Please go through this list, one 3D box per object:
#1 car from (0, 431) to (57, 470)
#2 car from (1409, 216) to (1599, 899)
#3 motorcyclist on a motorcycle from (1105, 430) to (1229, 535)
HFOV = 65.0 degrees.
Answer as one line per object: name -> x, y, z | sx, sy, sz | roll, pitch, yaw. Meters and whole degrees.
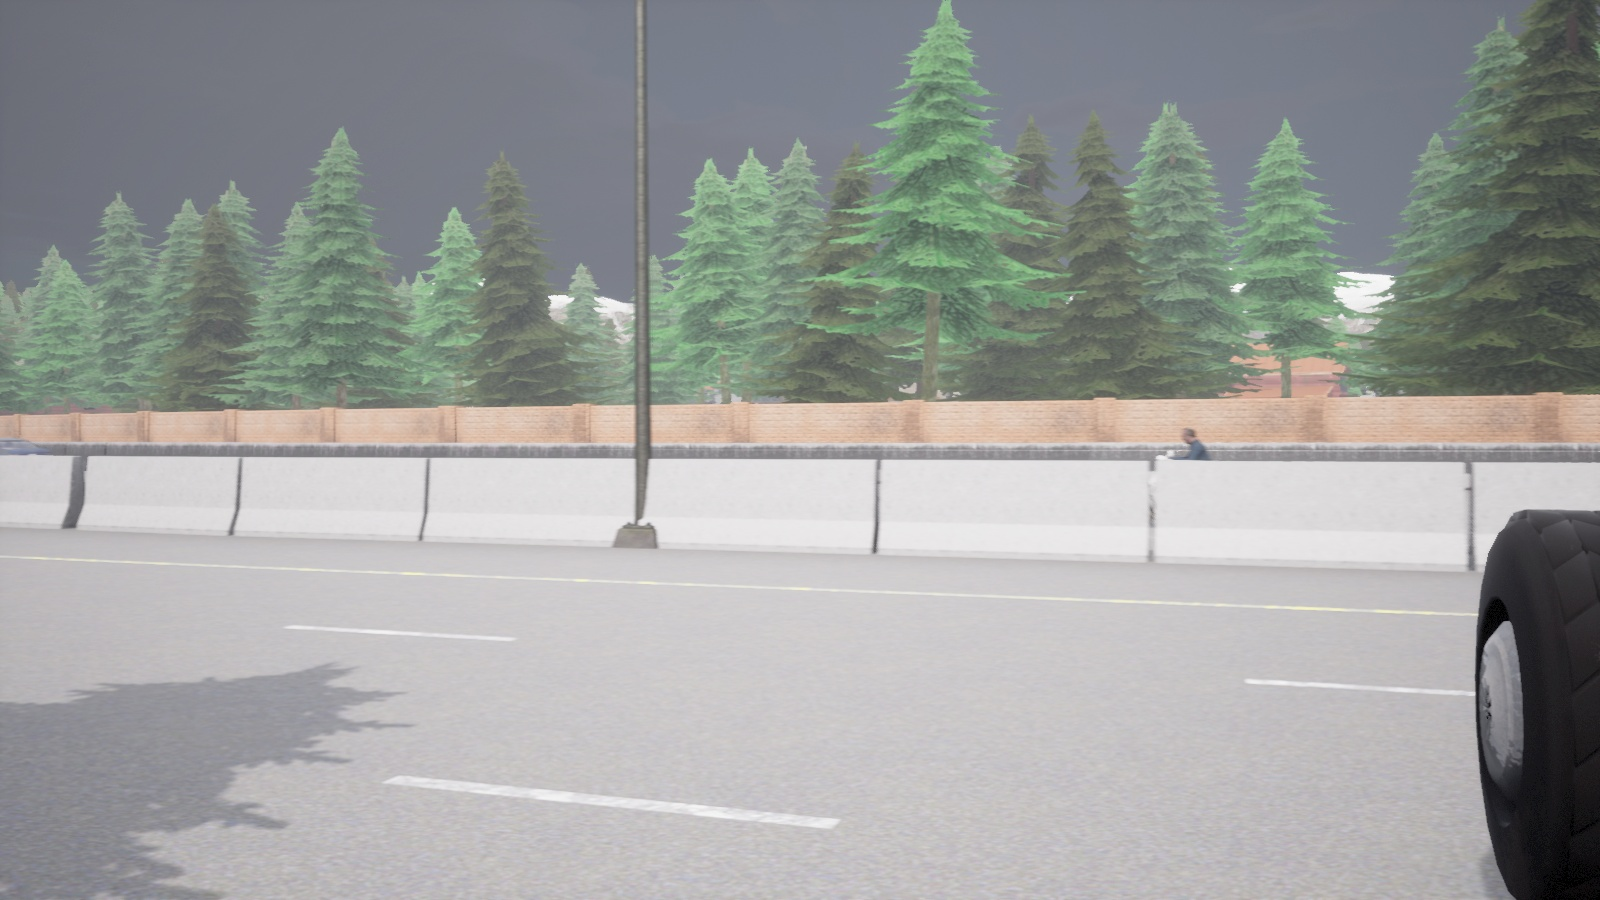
car -> -30.754, -0.009, 47.920 | 5.357, 1.411, 2.033 | 1, 1, 34
car -> 3.284, 0.601, 2.086 | 3.866, 1.878, 1.905 | 1, 1, 19
motorcyclist on a motorcycle -> 5.761, 0.486, 19.716 | 1.817, 1.590, 0.866 | 0, 1, 19
